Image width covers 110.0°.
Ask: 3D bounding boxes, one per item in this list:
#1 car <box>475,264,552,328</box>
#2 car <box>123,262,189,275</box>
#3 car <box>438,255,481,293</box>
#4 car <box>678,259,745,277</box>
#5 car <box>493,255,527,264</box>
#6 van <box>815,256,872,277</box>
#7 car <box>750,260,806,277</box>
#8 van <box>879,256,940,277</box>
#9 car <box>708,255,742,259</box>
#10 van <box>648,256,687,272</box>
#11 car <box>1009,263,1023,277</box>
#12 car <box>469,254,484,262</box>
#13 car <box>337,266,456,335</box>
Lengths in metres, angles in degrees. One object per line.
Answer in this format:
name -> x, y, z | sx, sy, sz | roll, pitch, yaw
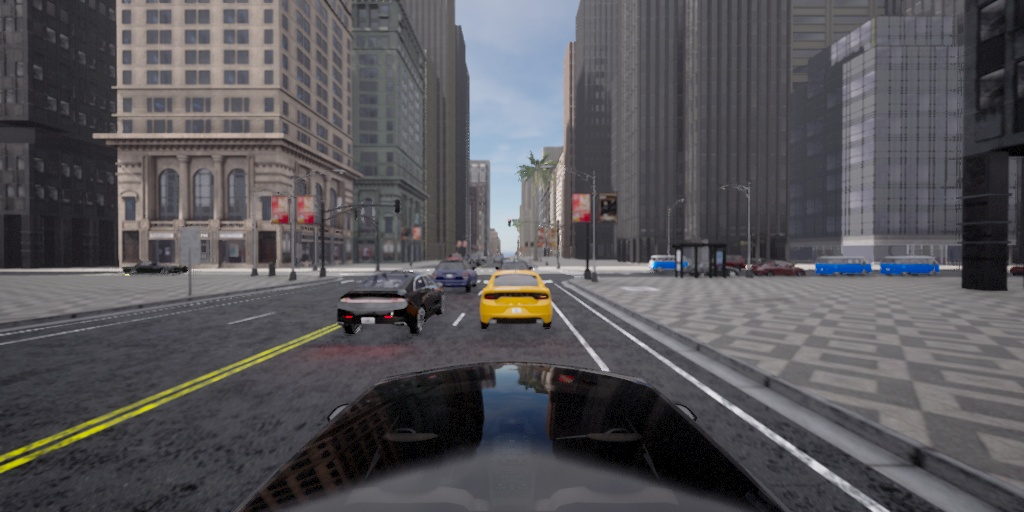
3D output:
car -> 0.101, 1.173, 11.134 | 1.882, 1.535, 5.008 | 0, 0, 0
car -> -33.158, 1.203, 33.539 | 4.718, 1.301, 1.895 | 0, 0, 0
car -> -3.143, 0.995, 20.175 | 2.097, 1.767, 4.553 | 0, 0, 0
car -> 17.080, 1.131, 30.771 | 4.403, 1.370, 2.007 | 0, 0, 0
car -> 0.106, 0.995, 20.203 | 2.097, 1.767, 4.553 | 0, 0, 0
van -> 28.436, 0.914, 30.771 | 3.998, 1.789, 1.690 | 0, 0, 0
car -> 22.758, 1.159, 30.771 | 4.207, 1.307, 1.802 | 0, 0, 0
van -> 34.113, 0.912, 30.771 | 3.998, 1.789, 1.690 | 0, 0, 0
car -> 22.756, 0.818, 39.296 | 5.009, 1.841, 2.192 | 0, 0, 0
van -> 17.079, 0.848, 39.296 | 3.998, 1.789, 1.690 | 0, 0, 0
car -> 45.467, 1.152, 30.771 | 4.207, 1.307, 1.802 | 0, 0, 0
car -> -6.520, 0.630, 61.234 | 2.150, 2.045, 5.566 | 0, 1, 1
car -> -3.146, 1.191, 10.271 | 2.128, 1.511, 4.902 | 0, 0, 0
